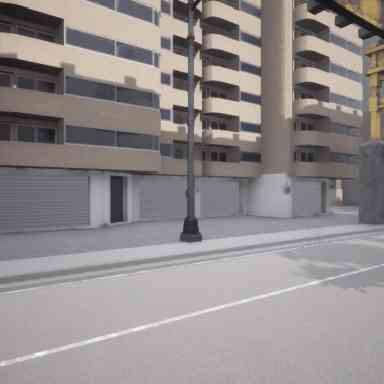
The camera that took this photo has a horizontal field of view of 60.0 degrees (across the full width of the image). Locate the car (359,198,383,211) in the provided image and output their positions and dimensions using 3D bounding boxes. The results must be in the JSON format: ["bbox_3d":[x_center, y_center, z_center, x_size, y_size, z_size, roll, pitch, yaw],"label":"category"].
[{"bbox_3d":[19.623,1.299,34.403,1.853,1.218,4.536,0,0,-10],"label":"car"}]
